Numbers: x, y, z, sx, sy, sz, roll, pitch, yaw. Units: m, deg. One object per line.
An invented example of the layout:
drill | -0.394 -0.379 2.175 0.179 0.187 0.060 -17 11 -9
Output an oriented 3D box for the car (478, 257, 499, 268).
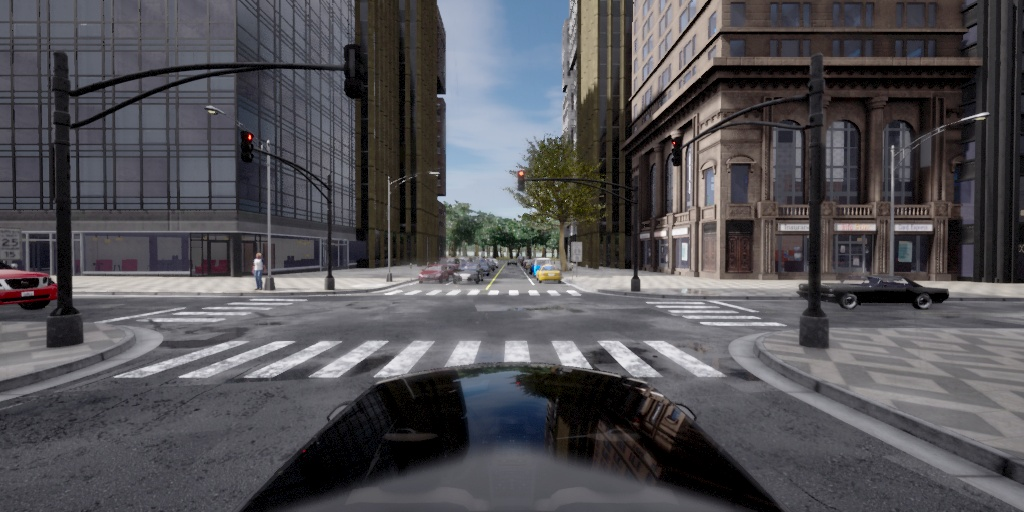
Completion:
car | -3.126 1.181 46.418 2.128 1.511 4.902 0 0 0

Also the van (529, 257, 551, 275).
van | 2.735 1.059 32.670 1.690 1.789 3.998 0 0 0

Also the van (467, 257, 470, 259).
van | -5.795 1.049 38.334 1.690 1.789 3.998 0 0 0

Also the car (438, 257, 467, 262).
car | -5.790 1.033 32.654 2.192 1.841 5.009 0 0 0

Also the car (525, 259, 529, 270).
car | 2.730 1.274 38.349 1.948 1.339 4.313 0 0 0

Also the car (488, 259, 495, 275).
car | -3.123 1.260 36.306 2.033 1.411 5.357 0 0 0

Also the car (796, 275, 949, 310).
car | 14.698 1.443 14.844 4.718 1.301 1.895 0 1 0

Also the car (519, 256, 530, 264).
car | 2.711 1.201 61.067 2.007 1.370 4.403 0 0 0

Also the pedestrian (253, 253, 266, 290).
pedestrian | -12.537 0.740 17.796 0.375 1.860 0.375 0 0 0

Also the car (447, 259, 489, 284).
car | -3.128 1.220 26.478 2.128 1.511 4.902 0 0 1

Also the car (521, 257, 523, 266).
car | 2.716 1.211 55.388 1.888 1.381 4.507 0 0 0

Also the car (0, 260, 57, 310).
car | -18.383 0.841 11.542 5.566 2.045 2.150 1 1 0

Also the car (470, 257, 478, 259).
car | -5.800 1.010 44.014 2.192 1.841 5.009 0 0 0

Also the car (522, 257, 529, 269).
car | 2.721 1.207 49.879 1.751 1.417 4.829 0 0 0

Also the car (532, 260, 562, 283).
car | 2.740 1.253 27.160 1.751 1.417 4.829 0 0 0

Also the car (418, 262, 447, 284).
car | -5.785 1.310 26.973 1.802 1.307 4.207 0 0 0
